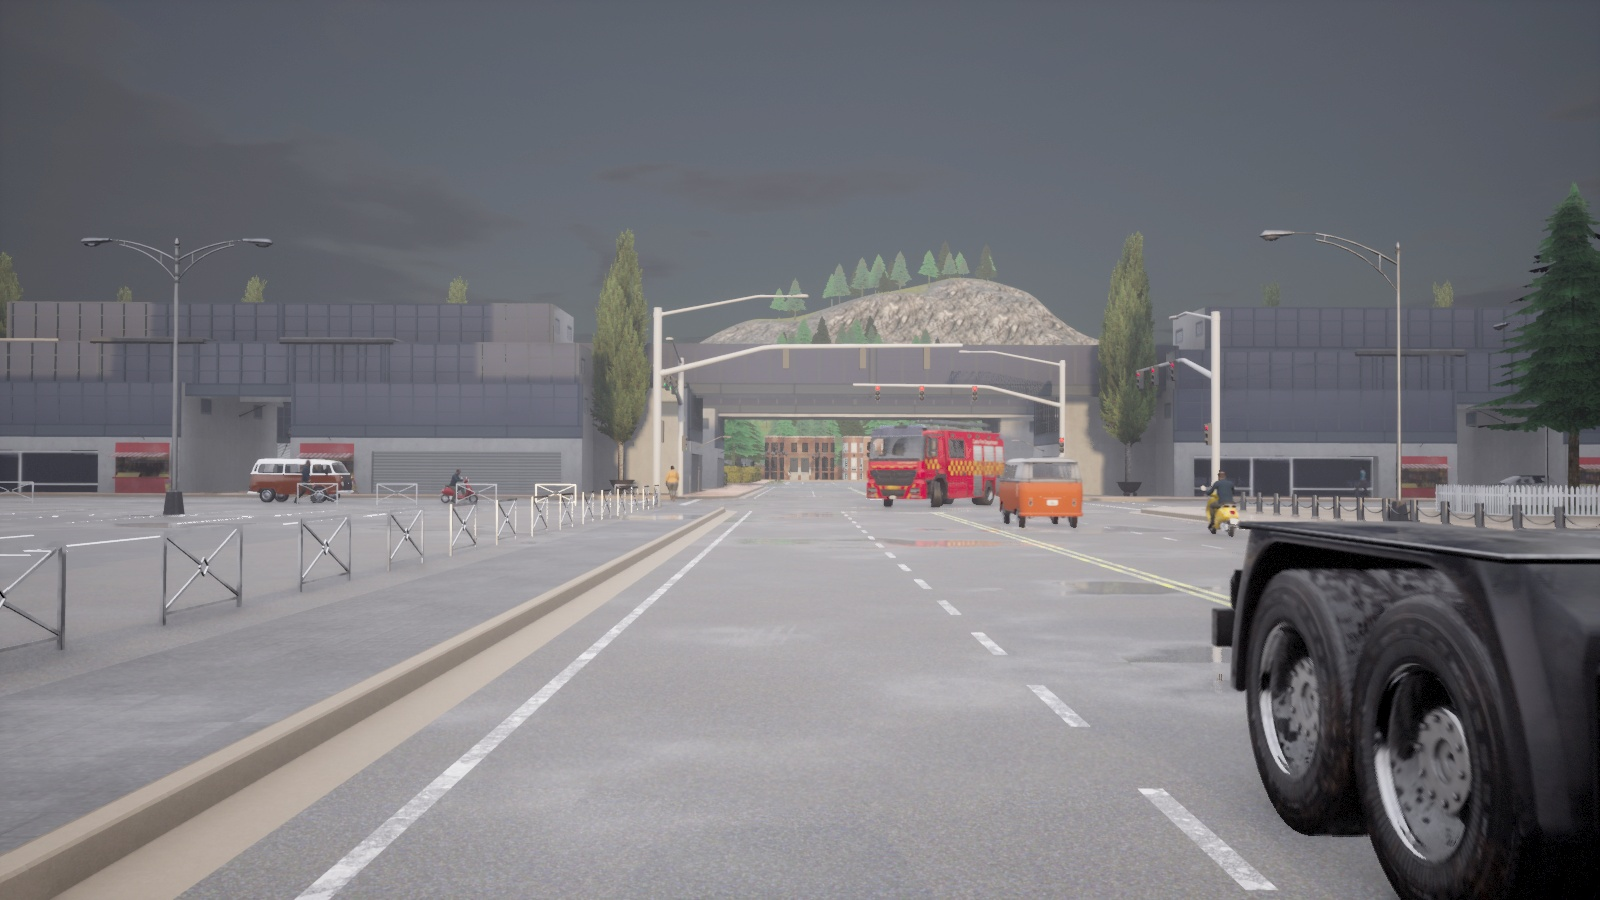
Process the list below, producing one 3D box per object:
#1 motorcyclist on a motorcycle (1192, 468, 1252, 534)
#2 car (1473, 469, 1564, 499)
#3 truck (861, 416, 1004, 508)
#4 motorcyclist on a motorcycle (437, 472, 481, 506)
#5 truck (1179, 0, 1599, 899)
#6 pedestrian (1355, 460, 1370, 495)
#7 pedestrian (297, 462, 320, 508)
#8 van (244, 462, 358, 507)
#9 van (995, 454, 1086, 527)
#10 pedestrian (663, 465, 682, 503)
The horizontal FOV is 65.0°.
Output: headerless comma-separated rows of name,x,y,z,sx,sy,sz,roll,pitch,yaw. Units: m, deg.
motorcyclist on a motorcycle,10.431,1.247,31.109,0.866,1.590,1.817,0,-1,0
car,37.389,1.775,65.407,3.633,1.501,1.845,0,-1,0
truck,6.112,0.572,56.515,2.891,3.827,8.468,-1,-1,33
motorcyclist on a motorcycle,-15.840,1.808,58.317,1.817,1.590,0.866,0,-1,1
truck,3.495,-0.136,2.784,2.891,3.462,7.936,0,-1,0
pedestrian,31.550,1.527,70.462,0.692,1.930,0.396,0,-1,8
pedestrian,-19.571,1.389,49.999,0.726,1.842,0.402,0,-1,-1
van,-23.202,1.611,58.494,4.480,2.038,2.069,0,-1,1
van,6.918,1.152,36.534,1.775,1.987,4.442,0,-1,0
pedestrian,-6.318,1.660,62.198,0.874,1.855,0.900,0,-1,-9
